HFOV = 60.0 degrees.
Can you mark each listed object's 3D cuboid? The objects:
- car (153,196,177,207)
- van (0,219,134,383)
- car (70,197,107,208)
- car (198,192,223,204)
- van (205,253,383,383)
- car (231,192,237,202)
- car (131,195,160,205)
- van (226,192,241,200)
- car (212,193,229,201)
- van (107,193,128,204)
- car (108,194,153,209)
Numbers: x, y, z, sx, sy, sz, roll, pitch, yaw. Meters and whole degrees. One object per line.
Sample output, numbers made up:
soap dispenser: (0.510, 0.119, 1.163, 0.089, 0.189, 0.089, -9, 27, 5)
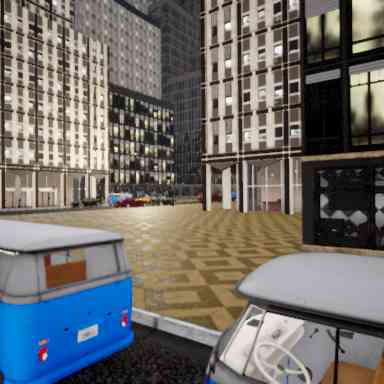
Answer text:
car: (-3.779, 1.204, 43.498, 2.008, 1.369, 4.403, 0, 0, 36)
van: (-2.662, 1.338, 4.793, 3.998, 1.788, 1.690, 0, -1, 36)
car: (-13.894, 1.369, 43.877, 1.947, 1.339, 4.313, 0, 0, 36)
car: (2.891, 0.882, 52.588, 2.192, 1.841, 5.009, 0, 0, 36)
van: (1.875, 1.342, 1.550, 3.998, 1.788, 1.690, 0, -1, 36)
car: (6.228, 1.074, 57.135, 2.008, 1.369, 4.403, 0, 0, 36)
car: (-7.321, 1.244, 52.835, 1.752, 1.417, 4.829, 0, 0, 36)
van: (9.463, 0.838, 75.708, 1.690, 1.788, 3.998, 0, 0, 36)
car: (6.127, 0.982, 71.161, 1.967, 1.590, 4.097, 0, 0, 36)
van: (-10.559, 1.101, 48.424, 1.690, 1.788, 3.998, 0, 0, 36)
car: (-7.114, 1.240, 38.953, 1.887, 1.381, 4.507, 0, 0, 36)
